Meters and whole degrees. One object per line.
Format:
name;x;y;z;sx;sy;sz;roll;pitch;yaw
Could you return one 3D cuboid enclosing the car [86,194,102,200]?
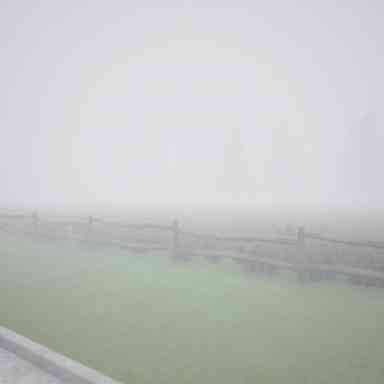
car;-24.641;1.474;83.633;4.605;1.855;1.932;0;0;35
